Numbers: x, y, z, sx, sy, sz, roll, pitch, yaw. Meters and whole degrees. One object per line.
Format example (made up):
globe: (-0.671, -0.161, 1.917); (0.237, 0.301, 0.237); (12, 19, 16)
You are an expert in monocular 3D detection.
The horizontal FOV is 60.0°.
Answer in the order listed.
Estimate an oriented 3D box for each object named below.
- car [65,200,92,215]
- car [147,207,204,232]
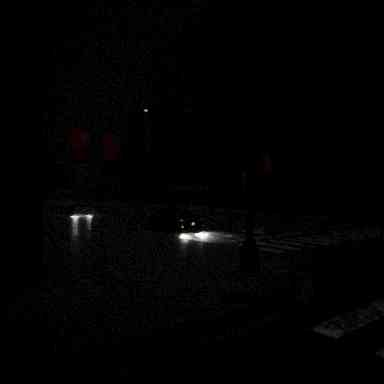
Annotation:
car: (-12.548, 1.663, 36.448); (1.812, 1.442, 4.674); (0, 0, -36)
car: (-1.088, 1.624, 20.486); (1.994, 1.385, 4.181); (0, 0, -36)
